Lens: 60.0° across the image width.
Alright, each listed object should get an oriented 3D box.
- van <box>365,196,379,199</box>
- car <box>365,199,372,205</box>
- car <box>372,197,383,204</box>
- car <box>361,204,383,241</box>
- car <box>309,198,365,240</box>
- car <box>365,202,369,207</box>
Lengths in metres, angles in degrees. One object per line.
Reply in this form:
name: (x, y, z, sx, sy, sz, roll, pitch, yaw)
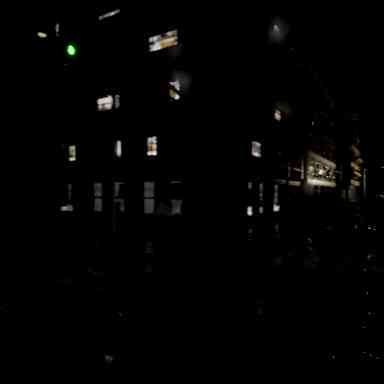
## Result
van: (19.405, 1.500, 36.928, 1.690, 1.788, 3.998, 0, 0, 31)
car: (16.504, 1.683, 32.193, 1.887, 1.381, 4.507, 0, 0, 31)
car: (15.192, 1.465, 25.290, 2.097, 1.767, 4.553, 0, 0, 32)
car: (9.868, 1.578, 16.561, 1.837, 1.490, 4.892, 0, 0, 33)
car: (7.803, 1.389, 17.992, 2.192, 1.841, 5.009, 0, 0, 31)
car: (10.703, 1.640, 22.725, 1.887, 1.381, 4.507, 0, 0, 31)
